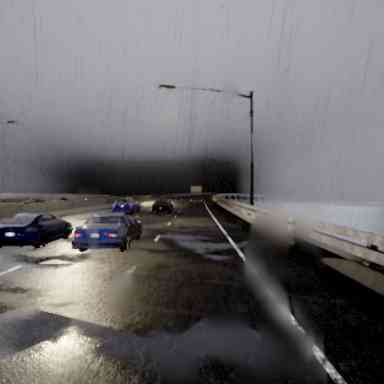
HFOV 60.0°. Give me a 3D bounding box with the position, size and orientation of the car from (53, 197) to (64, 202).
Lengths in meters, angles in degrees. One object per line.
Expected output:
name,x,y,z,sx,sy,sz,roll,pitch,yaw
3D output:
car,-20.518,1.559,52.972,1.812,1.442,4.674,0,0,2

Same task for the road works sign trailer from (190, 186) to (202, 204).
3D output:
road works sign trailer,0.844,0.498,67.185,2.380,3.560,2.880,0,0,1

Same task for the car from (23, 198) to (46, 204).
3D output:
car,-24.068,1.596,50.926,1.994,1.385,4.181,0,0,1

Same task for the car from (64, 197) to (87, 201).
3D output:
car,-17.081,1.579,50.667,2.033,1.411,5.357,0,0,2

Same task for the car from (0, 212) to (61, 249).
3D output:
car,-6.850,1.575,14.566,1.994,1.385,4.181,0,0,0

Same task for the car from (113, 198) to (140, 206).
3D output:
car,-6.669,1.374,34.032,2.097,1.767,4.553,0,0,1

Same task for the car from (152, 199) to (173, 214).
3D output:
car,-3.144,1.501,35.981,1.882,1.535,5.008,0,0,1

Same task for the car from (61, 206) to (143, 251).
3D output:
car,-3.356,1.559,14.048,2.033,1.411,5.357,0,0,0
